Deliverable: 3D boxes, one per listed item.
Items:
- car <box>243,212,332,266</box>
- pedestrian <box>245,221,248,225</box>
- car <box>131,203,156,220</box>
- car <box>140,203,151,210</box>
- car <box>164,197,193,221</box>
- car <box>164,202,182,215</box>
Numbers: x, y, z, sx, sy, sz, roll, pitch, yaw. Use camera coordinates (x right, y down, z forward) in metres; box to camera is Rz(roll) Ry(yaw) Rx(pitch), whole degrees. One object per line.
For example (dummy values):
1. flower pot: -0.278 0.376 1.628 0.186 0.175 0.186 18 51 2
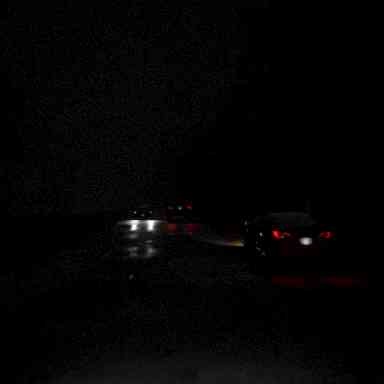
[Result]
1. car: 3.048 1.398 11.449 2.163 1.488 4.792 0 0 -2
2. pedestrian: 2.438 1.724 14.303 0.500 1.100 0.500 -1 0 -7
3. car: -4.581 1.854 31.899 1.812 1.442 4.674 0 -1 -5
4. car: -10.023 3.083 71.475 1.994 1.385 4.181 0 -3 -11
5. car: -1.175 1.500 29.899 2.150 2.045 5.566 0 -1 -5
6. car: -2.546 2.102 43.213 2.033 1.411 5.357 0 -1 -6
